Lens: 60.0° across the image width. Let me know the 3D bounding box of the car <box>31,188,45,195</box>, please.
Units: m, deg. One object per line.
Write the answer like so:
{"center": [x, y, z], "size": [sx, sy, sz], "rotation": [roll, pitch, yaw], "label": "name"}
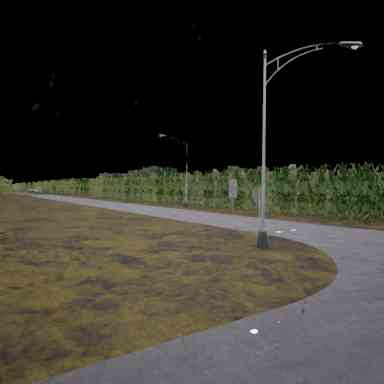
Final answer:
{"center": [-37.912, -0.086, 82.790], "size": [2.128, 1.511, 4.902], "rotation": [1, 1, -35], "label": "car"}
